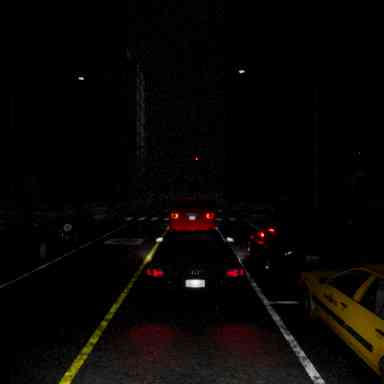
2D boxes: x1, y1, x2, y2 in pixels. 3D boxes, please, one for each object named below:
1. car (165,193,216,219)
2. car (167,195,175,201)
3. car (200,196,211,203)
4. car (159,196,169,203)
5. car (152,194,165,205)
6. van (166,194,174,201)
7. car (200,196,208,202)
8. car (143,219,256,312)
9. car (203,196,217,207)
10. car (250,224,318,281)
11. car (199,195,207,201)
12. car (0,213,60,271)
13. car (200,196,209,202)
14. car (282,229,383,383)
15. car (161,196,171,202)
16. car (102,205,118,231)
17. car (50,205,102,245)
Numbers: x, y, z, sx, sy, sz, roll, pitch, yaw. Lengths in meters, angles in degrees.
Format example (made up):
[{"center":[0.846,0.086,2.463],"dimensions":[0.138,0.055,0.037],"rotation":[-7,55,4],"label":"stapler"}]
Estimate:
[{"center":[0.017,1.222,17.227],"dimensions":[2.150,2.045,5.566],"rotation":[0,0,0],"label":"car"},{"center":[-5.693,1.584,90.629],"dimensions":[2.008,1.369,4.403],"rotation":[0,0,0],"label":"car"},{"center":[2.815,1.570,68.871],"dimensions":[2.008,1.369,4.403],"rotation":[0,0,0],"label":"car"},{"center":[-5.710,1.601,68.878],"dimensions":[1.802,1.307,4.206],"rotation":[0,0,0],"label":"car"},{"center":[-5.719,1.328,58.003],"dimensions":[2.192,1.841,5.009],"rotation":[0,0,0],"label":"car"},{"center":[-5.698,1.370,85.191],"dimensions":[1.690,1.788,3.998],"rotation":[0,0,0],"label":"van"},{"center":[2.823,1.571,79.747],"dimensions":[1.887,1.381,4.507],"rotation":[0,0,0],"label":"car"},{"center":[0.065,1.564,7.807],"dimensions":[1.994,1.385,4.181],"rotation":[0,0,0],"label":"car"},{"center":[2.802,1.451,52.559],"dimensions":[1.967,1.590,4.097],"rotation":[0,0,0],"label":"car"},{"center":[2.769,1.566,9.677],"dimensions":[1.947,1.339,4.313],"rotation":[0,0,0],"label":"car"},{"center":[2.828,1.555,85.354],"dimensions":[1.752,1.417,4.829],"rotation":[0,0,0],"label":"car"},{"center":[-5.756,1.545,9.681],"dimensions":[1.887,1.381,4.507],"rotation":[0,0,0],"label":"car"},{"center":[2.819,1.567,74.309],"dimensions":[1.887,1.381,4.507],"rotation":[0,0,0],"label":"car"},{"center":[2.765,1.525,4.390],"dimensions":[1.752,1.417,4.829],"rotation":[0,0,0],"label":"car"},{"center":[-5.706,1.547,74.146],"dimensions":[1.752,1.417,4.829],"rotation":[0,0,0],"label":"car"},{"center":[-5.748,1.526,20.425],"dimensions":[1.752,1.417,4.829],"rotation":[0,0,0],"label":"car"},{"center":[-5.752,1.440,15.139],"dimensions":[1.967,1.590,4.097],"rotation":[0,0,0],"label":"car"}]
